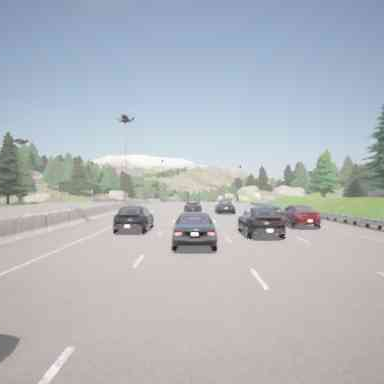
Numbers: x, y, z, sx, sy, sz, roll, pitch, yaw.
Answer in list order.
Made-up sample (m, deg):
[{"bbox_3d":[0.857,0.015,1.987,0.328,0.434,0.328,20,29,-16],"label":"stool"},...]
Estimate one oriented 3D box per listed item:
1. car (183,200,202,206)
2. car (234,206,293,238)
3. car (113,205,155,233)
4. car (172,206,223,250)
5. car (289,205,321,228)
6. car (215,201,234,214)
[{"bbox_3d":[0.092,1.570,36.497,2.128,1.511,4.902,0,0,0],"label":"car"},{"bbox_3d":[3.595,1.541,17.738,1.837,1.490,4.892,0,0,0],"label":"car"},{"bbox_3d":[-3.405,1.546,19.873,1.837,1.490,4.892,0,0,0],"label":"car"},{"bbox_3d":[0.097,1.577,14.556,2.033,1.411,5.357,0,0,0],"label":"car"},{"bbox_3d":[7.095,1.572,22.300,1.812,1.442,4.674,0,0,0],"label":"car"},{"bbox_3d":[3.591,1.641,36.670,1.994,1.385,4.181,0,0,0],"label":"car"}]
